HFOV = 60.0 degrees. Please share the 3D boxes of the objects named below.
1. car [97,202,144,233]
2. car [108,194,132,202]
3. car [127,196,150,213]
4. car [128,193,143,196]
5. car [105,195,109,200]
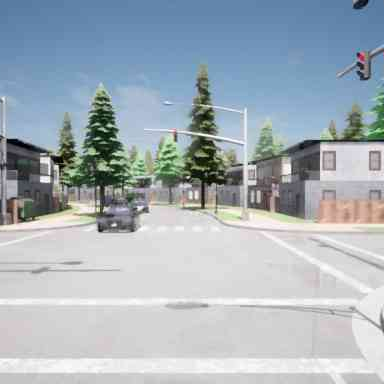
[{"bbox_3d":[-4.181,1.536,19.447,1.994,1.385,4.181,0,0,-3],"label":"car"},{"bbox_3d":[-11.445,1.491,52.749,1.812,1.442,4.674,0,0,-27],"label":"car"},{"bbox_3d":[-5.682,1.458,36.106,2.128,1.511,4.902,0,0,-11],"label":"car"},{"bbox_3d":[-10.414,1.187,58.481,2.150,2.045,5.566,0,0,-36],"label":"car"},{"bbox_3d":[-16.533,1.317,66.822,2.097,1.767,4.553,0,0,-45],"label":"car"}]
